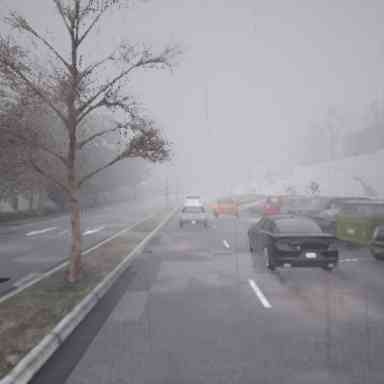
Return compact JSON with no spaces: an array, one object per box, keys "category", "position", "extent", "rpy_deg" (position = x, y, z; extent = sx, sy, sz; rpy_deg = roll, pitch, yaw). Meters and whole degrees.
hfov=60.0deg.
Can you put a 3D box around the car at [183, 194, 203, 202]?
[{"category":"car","position":[0.103,1.250,40.245],"extent":[2.150,2.045,5.566],"rpy_deg":[0,1,0]}]

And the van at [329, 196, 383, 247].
[{"category":"van","position":[8.182,1.298,13.596],"extent":[4.442,1.987,1.878],"rpy_deg":[1,0,-20]}]

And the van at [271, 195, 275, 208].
[{"category":"van","position":[7.965,1.315,22.457],"extent":[4.442,1.987,1.878],"rpy_deg":[1,0,-20]}]

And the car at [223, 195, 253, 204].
[{"category":"car","position":[8.096,1.368,58.328],"extent":[4.792,1.488,2.163],"rpy_deg":[1,0,-20]}]

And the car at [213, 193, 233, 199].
[{"category":"car","position":[8.096,1.107,88.149],"extent":[4.792,1.488,2.163],"rpy_deg":[1,0,-20]}]

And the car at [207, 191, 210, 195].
[{"category":"car","position":[7.897,1.039,94.034],"extent":[5.366,1.575,1.946],"rpy_deg":[1,1,-20]}]

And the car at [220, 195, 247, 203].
[{"category":"car","position":[8.066,1.307,64.281],"extent":[4.674,1.452,2.002],"rpy_deg":[1,0,-20]}]

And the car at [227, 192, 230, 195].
[{"category":"car","position":[8.043,1.319,49.356],"extent":[4.553,1.767,2.185],"rpy_deg":[1,0,-20]}]

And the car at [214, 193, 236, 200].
[{"category":"car","position":[8.063,1.114,82.172],"extent":[4.892,1.521,2.231],"rpy_deg":[1,0,-20]}]

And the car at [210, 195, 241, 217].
[{"category":"car","position":[3.100,1.411,32.130],"extent":[2.097,1.767,4.553],"rpy_deg":[0,0,0]}]

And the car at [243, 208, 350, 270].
[{"category":"car","position":[3.100,1.504,11.146],"extent":[1.882,1.535,5.008],"rpy_deg":[0,0,0]}]

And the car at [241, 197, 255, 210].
[{"category":"car","position":[8.043,1.573,34.428],"extent":[4.792,1.488,2.163],"rpy_deg":[1,0,-20]}]

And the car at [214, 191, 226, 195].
[{"category":"car","position":[8.080,1.181,73.221],"extent":[4.892,1.521,2.231],"rpy_deg":[1,1,-20]}]

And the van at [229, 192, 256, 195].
[{"category":"van","position":[7.965,1.248,46.328],"extent":[4.442,1.987,1.878],"rpy_deg":[1,1,-20]}]

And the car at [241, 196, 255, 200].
[{"category":"car","position":[7.898,1.528,37.356],"extent":[5.366,1.575,1.946],"rpy_deg":[1,0,-20]}]

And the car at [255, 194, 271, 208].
[{"category":"car","position":[8.100,1.298,25.500],"extent":[5.566,2.045,2.435],"rpy_deg":[1,0,-20]}]

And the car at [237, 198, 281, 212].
[{"category":"car","position":[8.097,1.550,40.425],"extent":[4.792,1.488,2.163],"rpy_deg":[1,0,-20]}]

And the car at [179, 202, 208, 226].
[{"category":"car","position":[0.100,1.656,23.674],"extent":[1.895,1.301,4.718],"rpy_deg":[0,0,0]}]

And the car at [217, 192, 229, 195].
[{"category":"car","position":[7.897,1.296,61.232],"extent":[5.366,1.575,1.946],"rpy_deg":[1,1,-20]}]

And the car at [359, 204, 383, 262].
[{"category":"car","position":[8.043,1.389,10.561],"extent":[4.553,1.767,2.185],"rpy_deg":[1,0,-20]}]

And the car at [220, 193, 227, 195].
[{"category":"car","position":[7.896,1.371,55.266],"extent":[5.366,1.575,1.946],"rpy_deg":[1,1,-20]}]

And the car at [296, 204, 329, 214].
[{"category":"car","position":[8.065,1.530,16.535],"extent":[4.892,1.521,2.231],"rpy_deg":[1,0,-20]}]

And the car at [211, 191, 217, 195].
[{"category":"car","position":[8.099,0.903,76.220],"extent":[5.566,2.045,2.435],"rpy_deg":[1,0,-20]}]

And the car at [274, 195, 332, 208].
[{"category":"car","position":[8.049,1.284,19.504],"extent":[5.566,2.045,2.435],"rpy_deg":[1,0,-20]}]
